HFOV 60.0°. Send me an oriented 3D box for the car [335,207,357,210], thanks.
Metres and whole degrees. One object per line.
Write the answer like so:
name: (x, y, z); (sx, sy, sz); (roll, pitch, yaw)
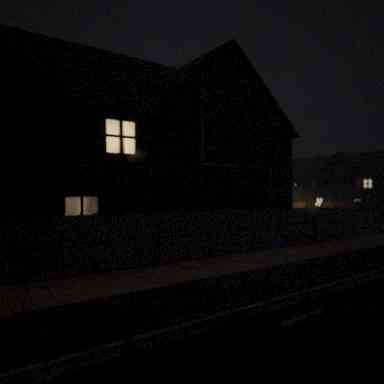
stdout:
car: (12.733, 1.955, 27.328); (1.812, 1.442, 4.674); (-1, -1, -36)
